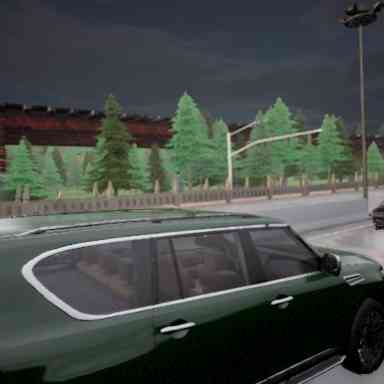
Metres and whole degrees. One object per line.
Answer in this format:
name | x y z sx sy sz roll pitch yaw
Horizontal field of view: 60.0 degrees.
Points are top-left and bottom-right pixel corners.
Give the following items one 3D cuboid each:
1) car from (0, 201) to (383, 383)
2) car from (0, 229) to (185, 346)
car | 0.142 1.214 3.859 5.566 2.045 2.150 -1 1 -36
car | -2.615 1.598 6.190 4.718 1.301 1.895 0 0 -36
